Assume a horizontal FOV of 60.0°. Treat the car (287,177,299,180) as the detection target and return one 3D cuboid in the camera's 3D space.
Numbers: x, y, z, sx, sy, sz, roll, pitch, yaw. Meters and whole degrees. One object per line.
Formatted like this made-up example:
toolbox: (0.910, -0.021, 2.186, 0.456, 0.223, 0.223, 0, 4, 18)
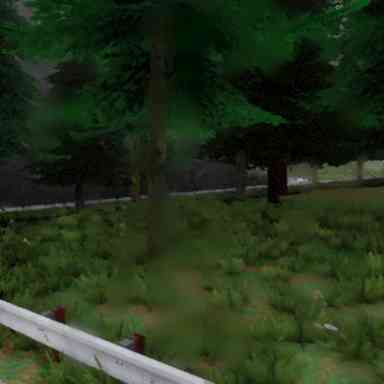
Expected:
car: (11.372, -1.027, 39.437, 4.674, 1.442, 1.812, -4, -1, 14)
